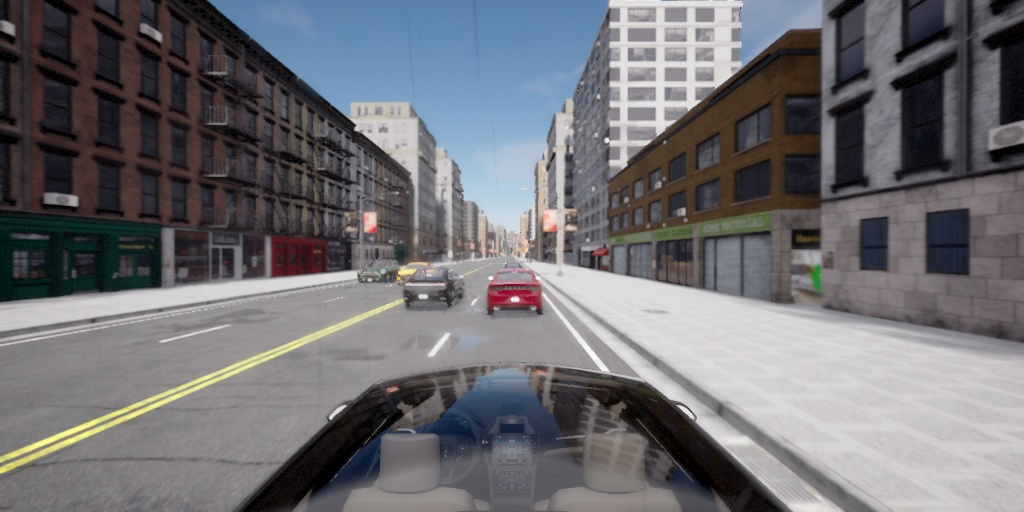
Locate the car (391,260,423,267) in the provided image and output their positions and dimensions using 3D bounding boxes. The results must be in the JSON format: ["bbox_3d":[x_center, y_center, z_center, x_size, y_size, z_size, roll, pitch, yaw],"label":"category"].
[{"bbox_3d":[-6.601,1.201,25.301,1.882,1.535,5.008,0,0,0],"label":"car"}]

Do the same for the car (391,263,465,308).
[{"bbox_3d":[-3.153,1.226,15.170,2.128,1.511,4.902,0,0,0],"label":"car"}]

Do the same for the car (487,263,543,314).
[{"bbox_3d":[0.098,1.214,13.699,1.882,1.535,5.008,0,0,0],"label":"car"}]

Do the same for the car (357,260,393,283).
[{"bbox_3d":[-9.849,1.073,27.088,2.097,1.767,4.553,0,0,0],"label":"car"}]
